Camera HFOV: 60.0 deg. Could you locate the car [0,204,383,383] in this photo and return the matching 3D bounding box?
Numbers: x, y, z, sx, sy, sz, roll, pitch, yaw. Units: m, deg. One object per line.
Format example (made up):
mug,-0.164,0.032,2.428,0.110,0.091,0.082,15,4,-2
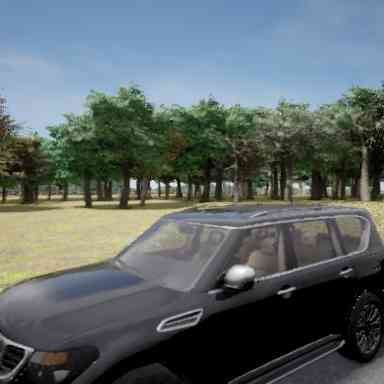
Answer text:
car,0.461,1.215,4.314,5.566,2.045,2.150,0,0,-35
